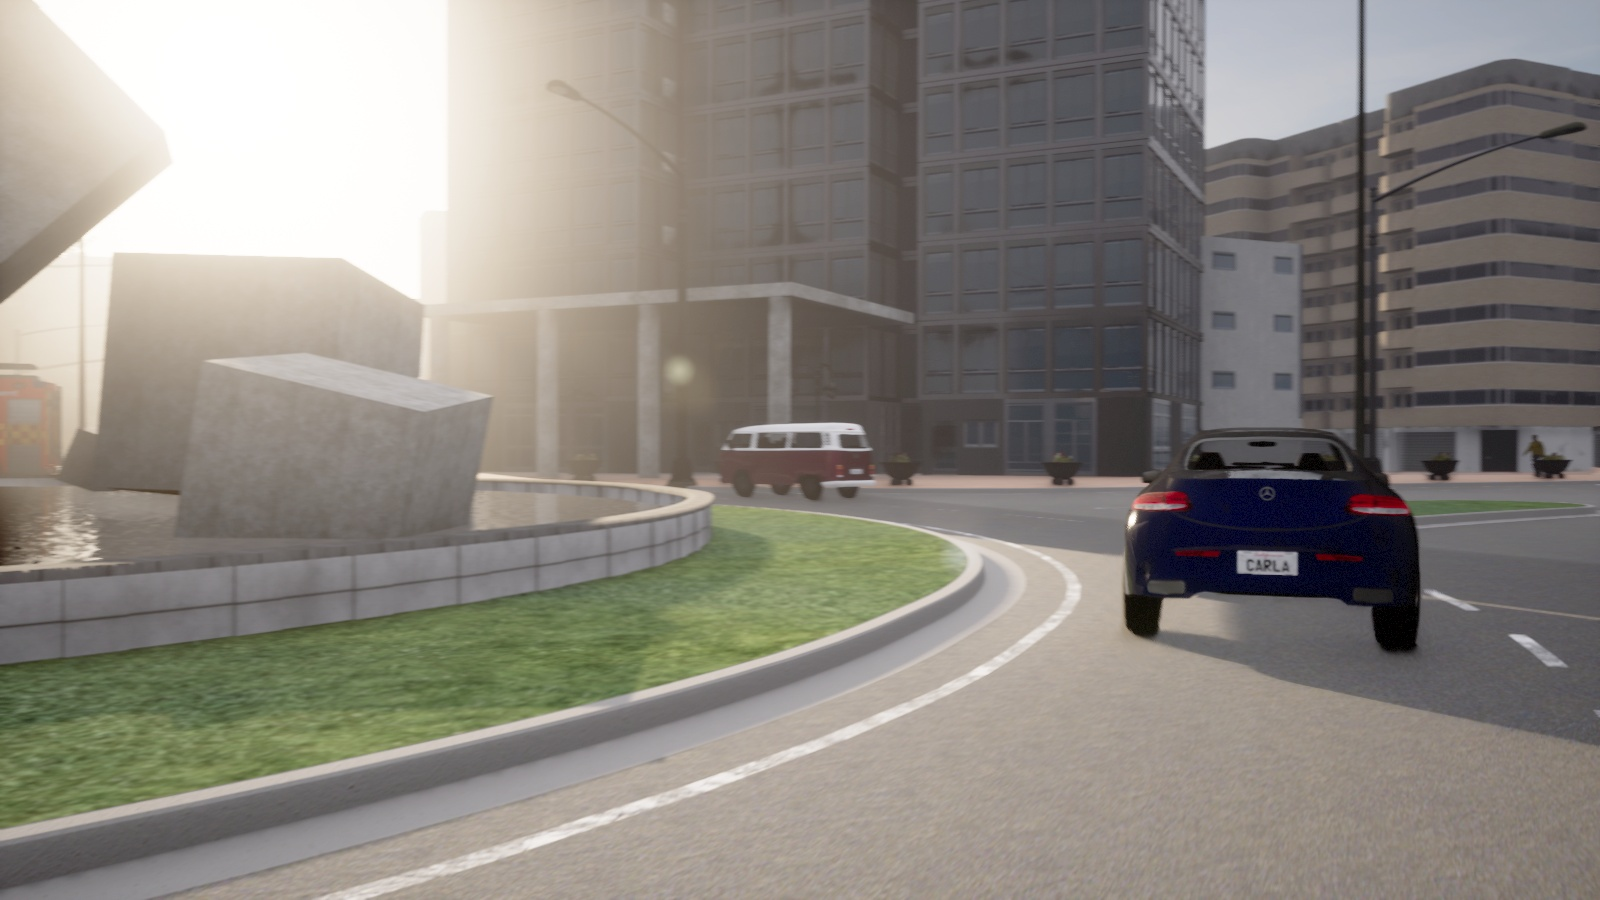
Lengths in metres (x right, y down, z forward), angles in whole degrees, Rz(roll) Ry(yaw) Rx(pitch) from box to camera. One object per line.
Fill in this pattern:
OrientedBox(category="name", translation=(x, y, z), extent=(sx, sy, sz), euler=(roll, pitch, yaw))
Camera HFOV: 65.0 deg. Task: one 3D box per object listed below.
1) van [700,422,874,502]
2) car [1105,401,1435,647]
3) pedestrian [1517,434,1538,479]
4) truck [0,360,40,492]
OrientedBox(category="van", translation=(-0.394, 0.289, 34.132), extent=(4.480, 2.038, 2.069), euler=(0, 0, 41))
OrientedBox(category="car", translation=(4.052, 0.480, 11.149), extent=(2.152, 1.651, 5.027), euler=(0, 0, 19))
OrientedBox(category="pedestrian", translation=(29.997, 0.260, 51.769), extent=(0.726, 1.835, 0.370), euler=(0, 0, -21))
OrientedBox(category="truck", translation=(-26.992, -0.699, 36.158), extent=(8.468, 3.827, 2.891), euler=(0, 0, -25))
